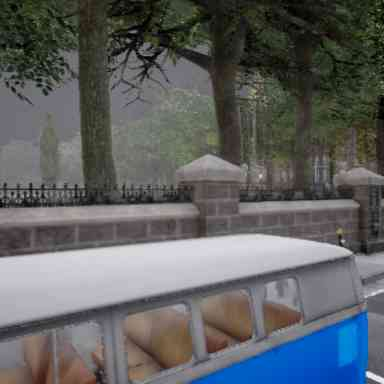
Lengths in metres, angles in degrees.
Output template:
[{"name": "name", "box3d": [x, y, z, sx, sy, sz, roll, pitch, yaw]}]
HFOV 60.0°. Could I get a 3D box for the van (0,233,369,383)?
[{"name": "van", "box3d": [-0.234, 1.336, 2.687, 3.998, 1.788, 1.690, 0, 0, -35]}]
